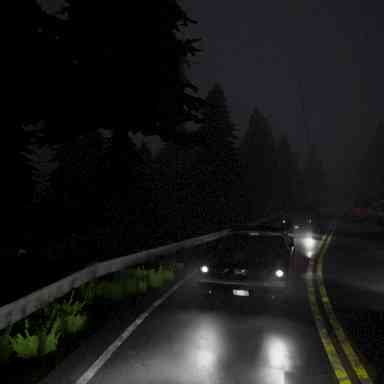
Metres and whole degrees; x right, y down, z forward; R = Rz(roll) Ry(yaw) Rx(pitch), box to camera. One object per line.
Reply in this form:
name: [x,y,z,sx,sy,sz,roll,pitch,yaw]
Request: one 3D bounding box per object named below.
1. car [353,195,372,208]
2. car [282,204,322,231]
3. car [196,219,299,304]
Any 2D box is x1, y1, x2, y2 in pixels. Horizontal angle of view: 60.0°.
car: [20.694,1.058,40.221,2.128,1.511,4.902,-2,0,28]
car: [6.706,1.460,20.064,2.033,1.411,5.357,-2,0,26]
car: [1.605,1.599,8.431,1.895,1.301,4.718,-1,0,18]
